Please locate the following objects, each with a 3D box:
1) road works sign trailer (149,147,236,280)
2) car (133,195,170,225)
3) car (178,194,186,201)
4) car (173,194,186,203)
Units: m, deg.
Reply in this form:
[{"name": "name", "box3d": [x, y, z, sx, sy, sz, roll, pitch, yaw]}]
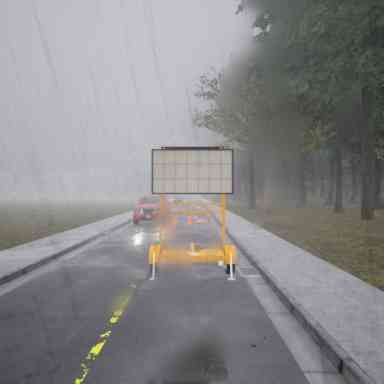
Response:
[{"name": "road works sign trailer", "box3d": [0.016, 0.464, 9.895, 2.380, 3.560, 2.880, 0, 0, 0]}, {"name": "car", "box3d": [-2.815, 1.221, 24.132, 2.150, 2.045, 5.566, 0, 0, 0]}, {"name": "car", "box3d": [-2.624, 1.353, 86.662, 2.097, 1.767, 4.553, 0, 0, 0]}, {"name": "car", "box3d": [-2.689, 1.548, 64.445, 2.033, 1.411, 5.357, 0, 0, 1]}]
